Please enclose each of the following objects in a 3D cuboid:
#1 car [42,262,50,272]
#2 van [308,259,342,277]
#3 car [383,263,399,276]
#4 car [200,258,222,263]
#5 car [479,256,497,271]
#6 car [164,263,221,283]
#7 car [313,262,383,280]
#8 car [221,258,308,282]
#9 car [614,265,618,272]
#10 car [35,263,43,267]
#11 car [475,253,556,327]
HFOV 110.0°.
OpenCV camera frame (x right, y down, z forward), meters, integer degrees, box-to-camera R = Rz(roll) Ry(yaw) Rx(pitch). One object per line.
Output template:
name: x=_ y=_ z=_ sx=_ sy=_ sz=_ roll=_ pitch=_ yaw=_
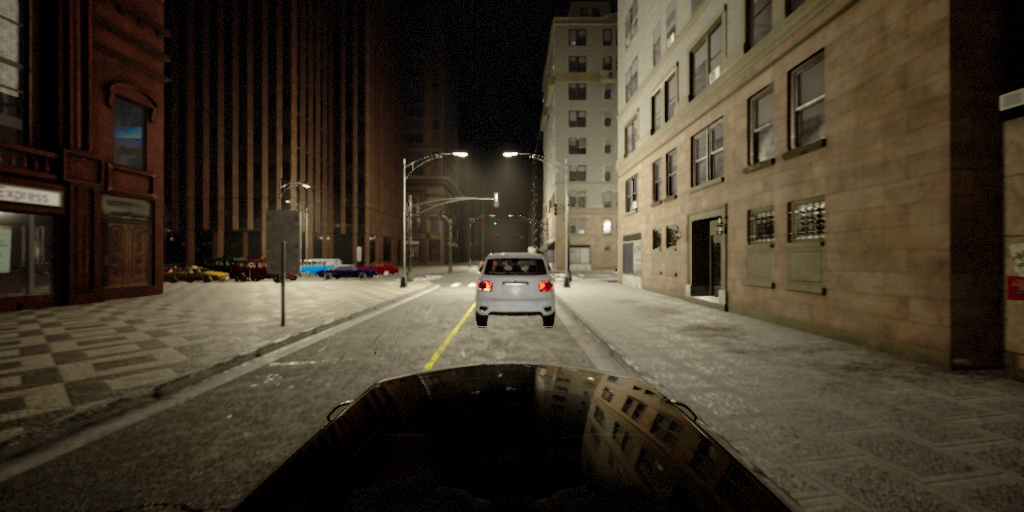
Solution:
car: x=-47.733 y=1.539 z=37.224 sx=5.009 sy=1.841 sz=2.192 roll=0 pitch=0 yaw=0
van: x=-19.614 y=1.225 z=37.132 sx=3.998 sy=1.789 sz=1.690 roll=0 pitch=0 yaw=0
car: x=-13.990 y=1.362 z=37.114 sx=4.507 sy=1.381 sz=1.888 roll=0 pitch=0 yaw=0
car: x=-24.122 y=1.151 z=31.183 sx=5.566 sy=2.045 sz=2.150 roll=-1 pitch=0 yaw=-1
car: x=-3.129 y=0.948 z=47.641 sx=2.097 sy=1.767 sz=4.553 roll=0 pitch=0 yaw=1
car: x=-25.087 y=1.464 z=28.624 sx=4.829 sy=1.417 sz=1.751 roll=0 pitch=0 yaw=0
car: x=-14.157 y=1.410 z=31.158 sx=4.718 sy=1.301 sz=1.895 roll=-1 pitch=0 yaw=0
car: x=-19.632 y=1.186 z=28.607 sx=5.009 sy=1.841 sz=2.192 roll=0 pitch=0 yaw=0
car: x=12.256 y=1.002 z=34.274 sx=4.892 sy=1.490 sz=1.837 roll=-1 pitch=0 yaw=0
car: x=-44.886 y=1.658 z=31.313 sx=5.008 sy=1.535 sz=1.882 roll=-1 pitch=0 yaw=1
car: x=0.094 y=0.937 z=11.534 sx=2.150 sy=2.045 sz=5.566 roll=0 pitch=-1 yaw=0
